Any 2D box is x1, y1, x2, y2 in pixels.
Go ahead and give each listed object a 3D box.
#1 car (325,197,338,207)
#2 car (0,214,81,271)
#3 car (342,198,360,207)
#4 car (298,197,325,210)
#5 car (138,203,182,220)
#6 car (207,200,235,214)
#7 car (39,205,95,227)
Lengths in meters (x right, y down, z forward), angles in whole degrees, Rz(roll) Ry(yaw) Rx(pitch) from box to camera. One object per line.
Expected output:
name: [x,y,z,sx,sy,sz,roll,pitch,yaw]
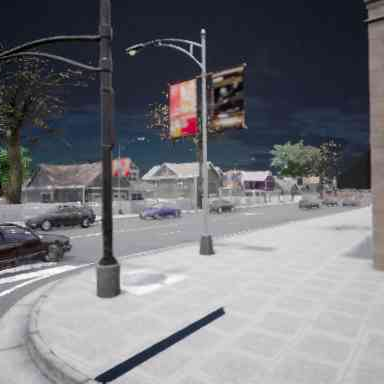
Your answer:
car: [22.167,1.531,53.547,2.128,1.511,4.902,-1,-1,36]
car: [-5.678,1.565,9.232,2.033,1.411,5.357,-1,-1,16]
car: [24.605,1.550,51.375,1.994,1.385,4.181,-1,-1,36]
car: [15.754,1.552,44.684,2.128,1.511,4.902,-1,-1,36]
car: [-2.811,1.715,30.454,1.812,1.442,4.674,-1,-1,36]
car: [3.277,1.690,38.847,1.837,1.490,4.892,-1,-1,36]
car: [-8.806,1.693,22.169,1.837,1.490,4.892,-1,-1,36]
